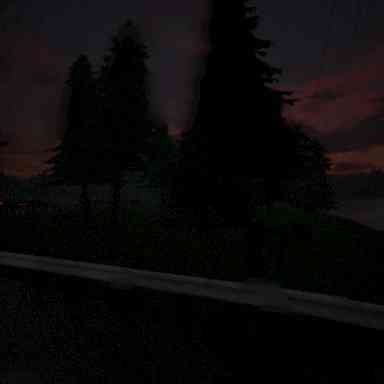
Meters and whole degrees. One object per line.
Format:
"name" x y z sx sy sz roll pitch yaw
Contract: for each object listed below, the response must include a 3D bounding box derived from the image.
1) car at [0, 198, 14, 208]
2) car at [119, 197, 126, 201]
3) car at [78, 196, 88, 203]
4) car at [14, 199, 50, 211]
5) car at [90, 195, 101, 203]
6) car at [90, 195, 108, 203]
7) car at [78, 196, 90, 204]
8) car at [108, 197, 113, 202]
"car" -30.735 1.971 55.485 1.994 1.385 4.181 0 0 14
"car" -18.071 1.941 84.776 1.837 1.490 4.892 0 0 -6
"car" -29.288 1.885 89.498 2.097 1.767 4.553 0 0 -10
"car" -22.159 1.826 46.976 1.837 1.490 4.892 0 0 16
"car" -25.610 1.727 88.402 2.150 2.045 5.566 0 0 -10
"car" -21.167 1.951 76.167 1.812 1.442 4.674 0 0 -2
"car" -24.668 2.049 77.431 1.895 1.301 4.718 0 0 -2
"car" -22.017 2.018 88.091 2.033 1.411 5.357 0 0 -10
